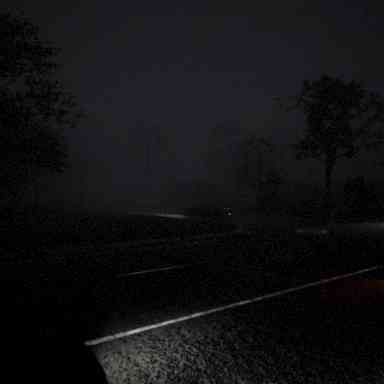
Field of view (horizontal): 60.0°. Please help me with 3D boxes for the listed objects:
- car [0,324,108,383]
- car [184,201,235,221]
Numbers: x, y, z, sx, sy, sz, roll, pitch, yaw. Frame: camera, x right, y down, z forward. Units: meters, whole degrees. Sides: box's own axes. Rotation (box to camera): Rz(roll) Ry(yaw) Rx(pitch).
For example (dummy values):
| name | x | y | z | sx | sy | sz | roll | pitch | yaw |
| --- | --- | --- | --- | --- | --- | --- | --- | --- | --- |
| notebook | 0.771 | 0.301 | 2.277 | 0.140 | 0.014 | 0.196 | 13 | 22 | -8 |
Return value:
| name | x | y | z | sx | sy | sz | roll | pitch | yaw |
| --- | --- | --- | --- | --- | --- | --- | --- | --- | --- |
| car | -2.861 | 1.506 | 1.688 | 4.892 | 1.490 | 1.837 | 0 | 0 | -36 |
| car | 1.342 | 1.484 | 27.425 | 2.128 | 1.511 | 4.902 | 0 | 0 | -40 |
